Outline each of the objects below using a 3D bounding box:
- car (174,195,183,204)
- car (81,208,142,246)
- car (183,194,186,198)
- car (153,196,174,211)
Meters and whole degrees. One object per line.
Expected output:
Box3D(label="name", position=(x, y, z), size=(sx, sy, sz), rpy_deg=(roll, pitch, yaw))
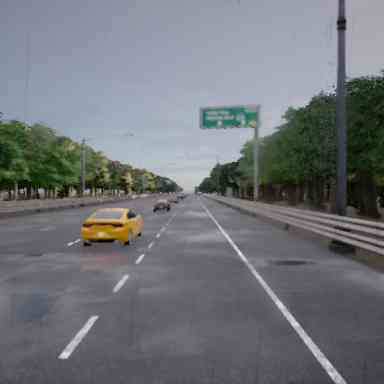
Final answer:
Box3D(label="car", position=(-3.380, 1.525, 62.706), size=(2.033, 1.411, 5.357), rpy_deg=(0, 0, 0))
Box3D(label="car", position=(-3.488, 1.477, 15.265), size=(1.882, 1.535, 5.008), rpy_deg=(0, 0, 0))
Box3D(label="car", position=(-3.314, 1.454, 90.783), size=(1.882, 1.535, 5.008), rpy_deg=(0, 0, 0))
Box3D(label="car", position=(-3.436, 1.513, 39.542), size=(1.812, 1.442, 4.674), rpy_deg=(0, 0, 0))
